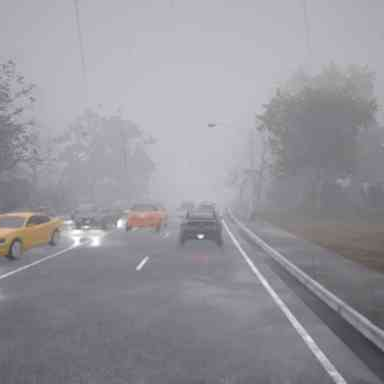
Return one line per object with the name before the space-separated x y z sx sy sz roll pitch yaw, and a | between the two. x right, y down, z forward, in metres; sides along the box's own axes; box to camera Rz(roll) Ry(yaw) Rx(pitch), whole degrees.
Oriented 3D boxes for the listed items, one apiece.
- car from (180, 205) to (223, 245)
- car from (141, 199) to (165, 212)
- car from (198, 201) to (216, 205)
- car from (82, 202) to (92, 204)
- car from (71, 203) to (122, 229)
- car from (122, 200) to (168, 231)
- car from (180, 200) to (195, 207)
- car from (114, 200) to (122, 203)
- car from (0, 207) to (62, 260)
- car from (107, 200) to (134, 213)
car | 0.445 1.605 16.231 1.837 1.490 4.892 0 0 2
car | -5.019 1.753 43.142 2.128 1.511 4.902 0 0 5
car | 1.642 1.755 37.429 1.812 1.442 4.674 0 0 4
car | -9.506 1.709 30.716 1.812 1.442 4.674 0 0 4
car | -6.467 1.701 22.938 1.994 1.385 4.181 0 0 3
car | -2.818 1.483 21.671 2.097 1.767 4.553 0 0 2
car | -0.613 1.911 50.905 1.895 1.301 4.718 0 0 6
car | -5.846 1.690 32.905 2.128 1.511 4.902 0 0 4
car | -6.855 1.554 13.011 1.882 1.535 5.008 0 0 2
car | -8.715 1.751 40.994 1.837 1.490 4.892 0 0 4
